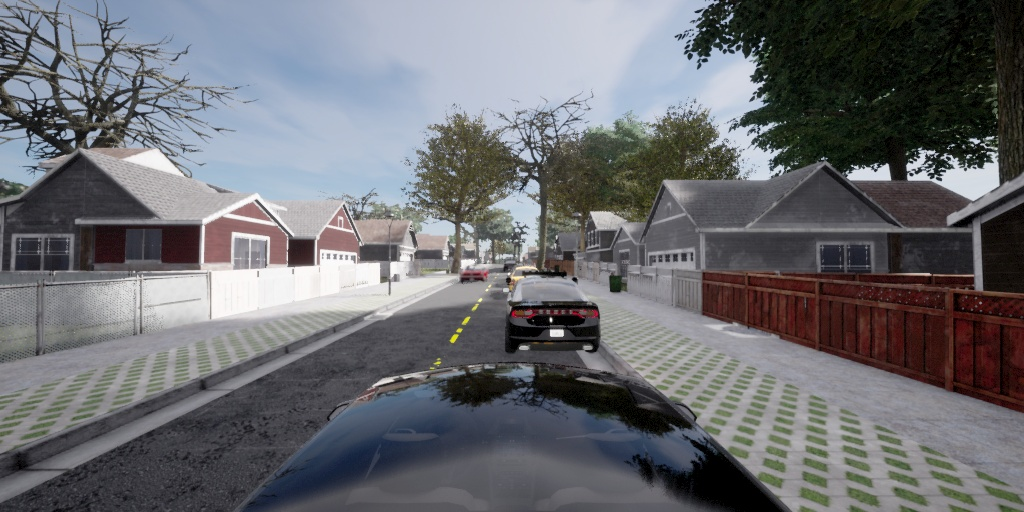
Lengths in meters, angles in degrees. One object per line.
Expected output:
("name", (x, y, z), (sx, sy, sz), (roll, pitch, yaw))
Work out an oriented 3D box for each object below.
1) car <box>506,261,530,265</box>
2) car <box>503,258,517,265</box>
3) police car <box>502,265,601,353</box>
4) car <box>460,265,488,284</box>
("car", (0.737, 1.221, 19.098), (1.801, 1.575, 5.366), (0, 0, 0))
("car", (-0.202, 1.345, 49.559), (1.882, 1.535, 5.008), (0, 0, 0))
("police car", (0.791, 1.181, 9.011), (1.930, 1.638, 5.238), (0, 0, 0))
("car", (-2.886, 1.384, 27.852), (1.895, 1.301, 4.718), (0, 0, 0))
